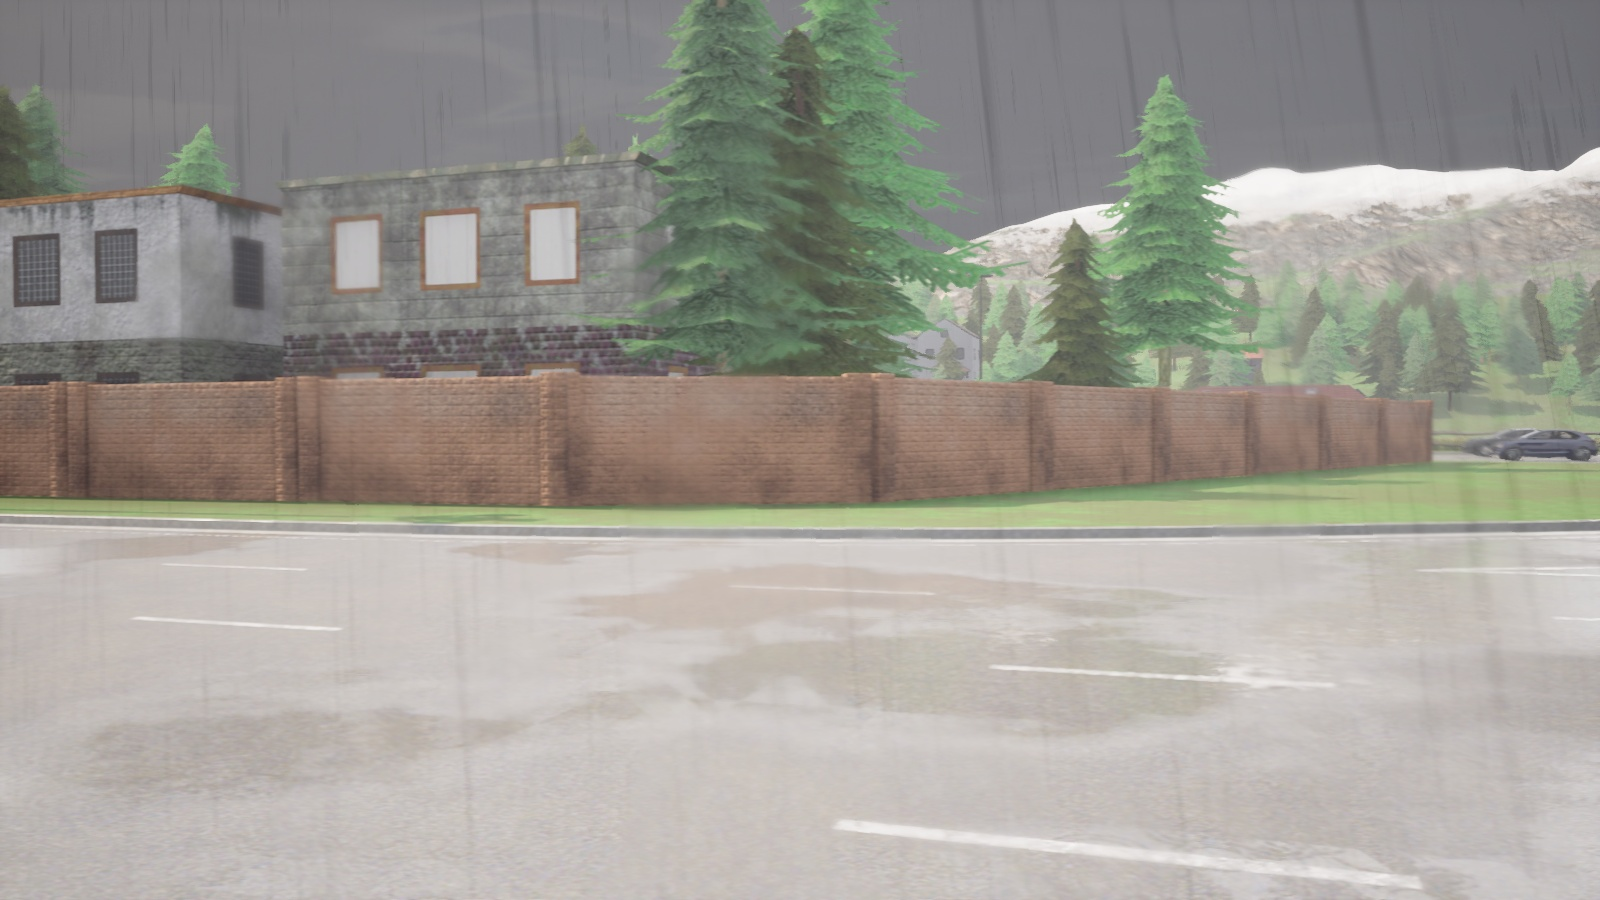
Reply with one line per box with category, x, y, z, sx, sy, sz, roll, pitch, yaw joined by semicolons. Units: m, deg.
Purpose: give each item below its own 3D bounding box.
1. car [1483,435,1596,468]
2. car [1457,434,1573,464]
car;33.991;0.041;57.852;4.193;1.474;1.816;1;1;19
car;36.567;-0.062;64.369;4.892;1.490;1.837;1;1;19
